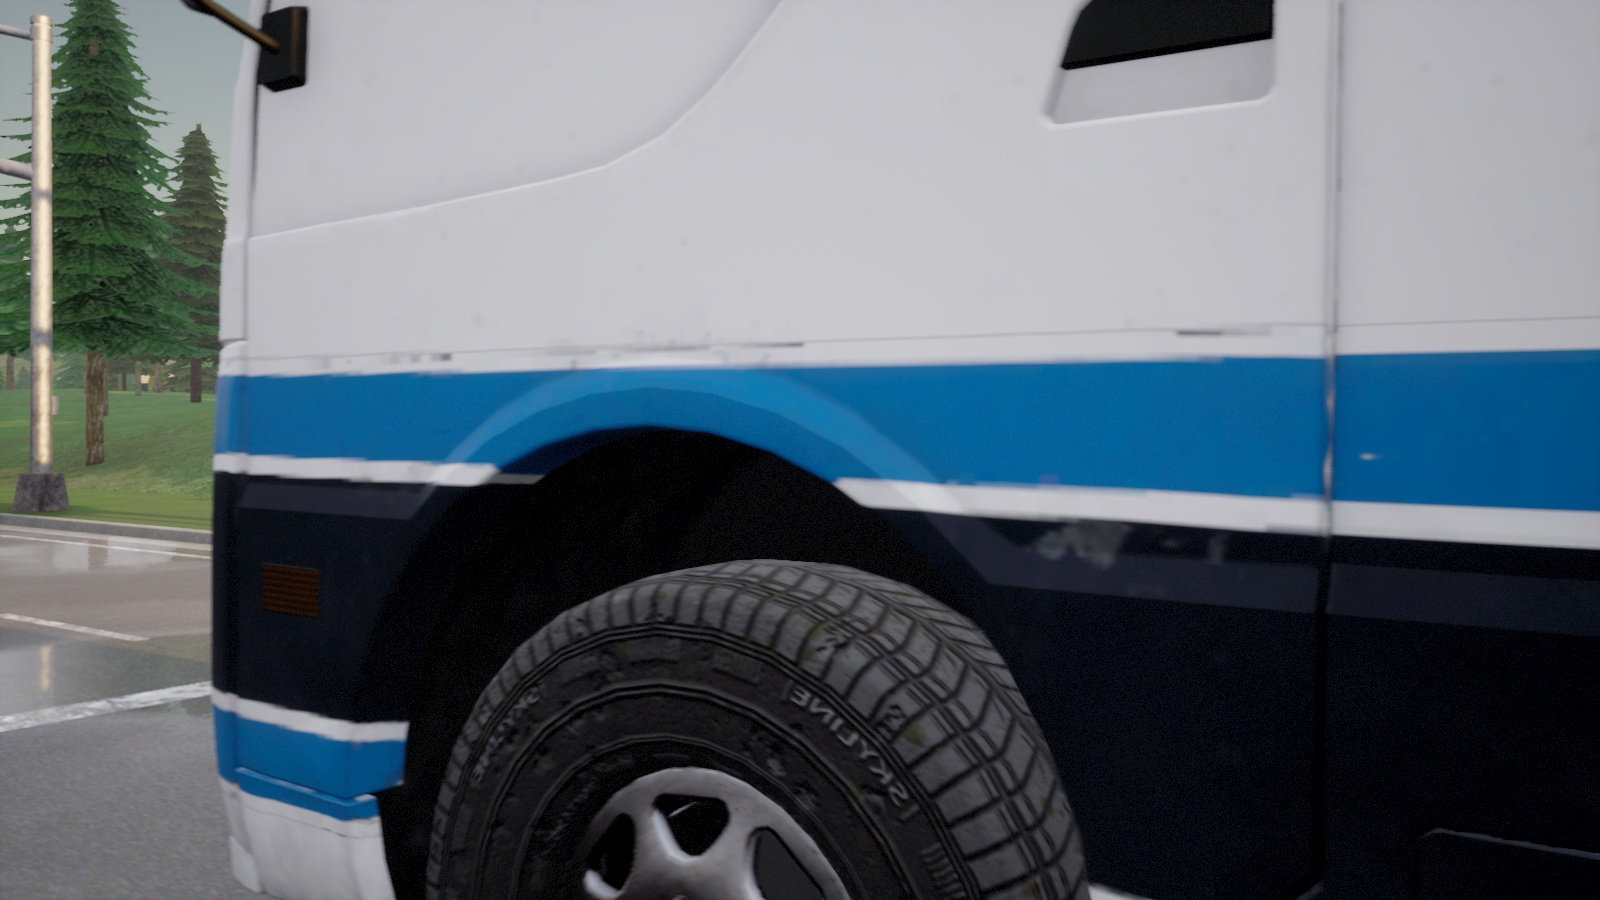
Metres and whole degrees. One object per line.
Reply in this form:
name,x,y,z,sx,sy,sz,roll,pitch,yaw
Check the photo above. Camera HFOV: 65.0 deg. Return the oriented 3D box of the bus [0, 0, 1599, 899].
bus,3.133,-0.697,1.516,10.273,4.253,3.944,0,1,34
